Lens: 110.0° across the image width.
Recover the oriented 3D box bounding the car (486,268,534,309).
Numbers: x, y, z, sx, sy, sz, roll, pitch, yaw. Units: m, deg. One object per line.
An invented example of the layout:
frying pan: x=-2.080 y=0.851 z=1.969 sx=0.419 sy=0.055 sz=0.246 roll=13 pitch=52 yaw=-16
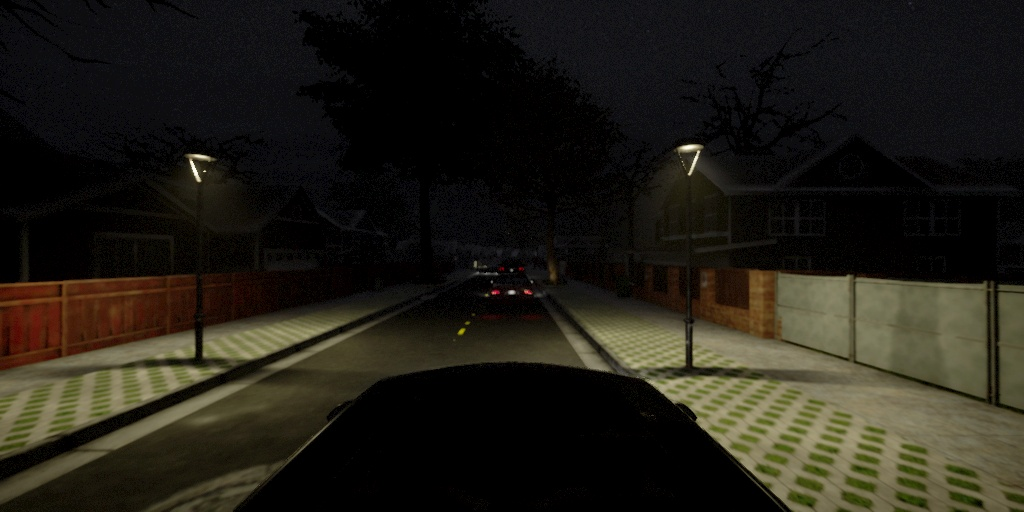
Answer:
car: x=-0.010 y=1.427 z=15.816 sx=2.033 sy=1.411 sz=5.357 roll=0 pitch=0 yaw=0

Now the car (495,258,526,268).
car: x=-0.022 y=1.228 z=30.843 sx=2.150 sy=2.045 sz=5.566 roll=0 pitch=0 yaw=0

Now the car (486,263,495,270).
car: x=-2.796 y=1.717 z=53.196 sx=1.812 sy=1.442 sz=4.674 roll=0 pitch=-1 yaw=0
